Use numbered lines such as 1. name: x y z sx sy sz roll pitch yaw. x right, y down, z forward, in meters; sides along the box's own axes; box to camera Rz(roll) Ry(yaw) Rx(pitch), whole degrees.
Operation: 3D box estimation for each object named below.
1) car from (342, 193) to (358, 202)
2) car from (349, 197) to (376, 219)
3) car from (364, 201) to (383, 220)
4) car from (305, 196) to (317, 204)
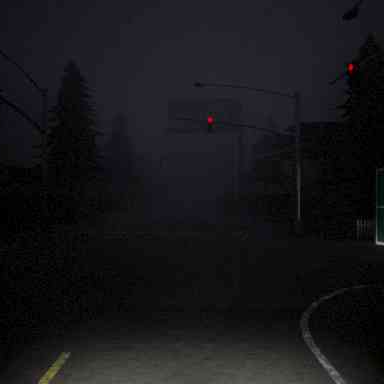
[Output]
1. car: 34.936 1.489 71.829 2.007 1.523 4.514 0 0 0
2. car: 14.378 1.504 24.979 3.866 1.878 1.905 0 0 0
3. car: 18.707 1.672 30.647 4.611 1.667 2.242 0 0 0
4. car: 22.529 1.552 64.042 1.970 1.475 3.806 0 0 0
